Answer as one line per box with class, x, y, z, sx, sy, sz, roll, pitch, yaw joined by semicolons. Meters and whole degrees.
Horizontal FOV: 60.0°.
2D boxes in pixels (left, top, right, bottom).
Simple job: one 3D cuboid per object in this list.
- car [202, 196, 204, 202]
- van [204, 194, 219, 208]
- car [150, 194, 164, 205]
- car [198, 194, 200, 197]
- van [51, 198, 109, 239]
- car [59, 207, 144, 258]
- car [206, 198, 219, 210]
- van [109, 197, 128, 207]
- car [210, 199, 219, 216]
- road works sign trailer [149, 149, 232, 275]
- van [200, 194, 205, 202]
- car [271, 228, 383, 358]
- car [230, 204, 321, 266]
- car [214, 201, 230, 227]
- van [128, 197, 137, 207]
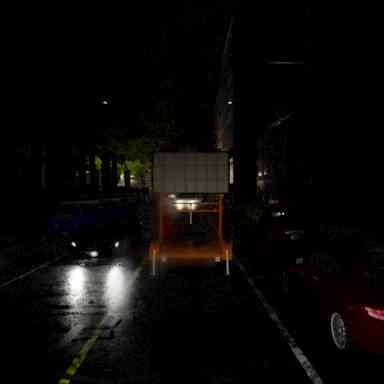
car;2.687;1.504;45.416;1.887;1.381;4.507;0;0;0
van;2.708;1.309;39.755;1.690;1.788;3.998;0;0;0
car;-5.880;1.254;56.664;2.192;1.841;5.009;0;0;0
car;2.624;1.493;62.397;1.947;1.339;4.313;0;0;0
van;-5.732;1.334;17.059;1.690;1.788;3.998;0;0;0
car;-3.046;1.543;12.988;2.033;1.411;5.357;0;0;0
car;2.729;1.558;34.095;1.802;1.307;4.206;0;0;0
van;-5.754;1.330;22.716;1.690;1.788;3.998;0;0;0
car;2.751;1.565;28.434;1.802;1.307;4.206;0;0;0
road works sign trailer;-0.037;0.462;10.395;2.380;3.560;2.880;0;0;0
van;2.645;1.280;56.736;1.690;1.788;3.998;0;0;0
car;2.835;1.581;5.792;1.802;1.307;4.206;0;0;0
car;2.813;1.312;11.453;2.192;1.841;5.009;0;0;0
car;2.772;1.533;22.774;1.887;1.381;4.507;0;0;0
van;-5.775;1.324;28.374;1.690;1.788;3.998;0;0;0
